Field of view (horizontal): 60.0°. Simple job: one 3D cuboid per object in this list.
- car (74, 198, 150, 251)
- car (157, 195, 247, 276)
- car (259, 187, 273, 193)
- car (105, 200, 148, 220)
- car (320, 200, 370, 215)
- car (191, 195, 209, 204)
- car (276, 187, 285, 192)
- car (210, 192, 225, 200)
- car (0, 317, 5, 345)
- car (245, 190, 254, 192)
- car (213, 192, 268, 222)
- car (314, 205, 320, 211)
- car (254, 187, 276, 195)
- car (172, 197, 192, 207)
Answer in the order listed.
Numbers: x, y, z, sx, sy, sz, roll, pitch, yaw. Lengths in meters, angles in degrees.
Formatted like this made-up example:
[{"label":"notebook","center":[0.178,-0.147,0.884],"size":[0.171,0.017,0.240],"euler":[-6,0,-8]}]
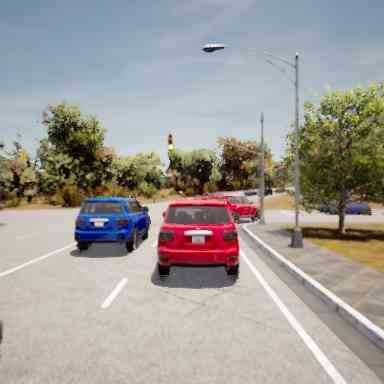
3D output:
[{"label":"car","center":[-3.227,1.248,14.423],"size":[2.150,2.045,5.566],"euler":[0,0,1]},{"label":"car","center":[0.195,1.238,10.588],"size":[2.150,2.045,5.566],"euler":[0,0,1]},{"label":"car","center":[19.809,-0.534,88.980],"size":[1.812,1.442,4.674],"euler":[0,3,38]},{"label":"car","center":[-5.894,1.555,29.483],"size":[2.128,1.511,4.902],"euler":[1,0,-32]},{"label":"car","center":[15.685,1.586,33.553],"size":[4.181,1.385,1.994],"euler":[-1,0,3]},{"label":"car","center":[1.543,1.339,62.667],"size":[1.812,1.442,4.674],"euler":[0,2,21]},{"label":"car","center":[23.411,-0.563,87.961],"size":[1.812,1.442,4.674],"euler":[0,3,38]},{"label":"car","center":[5.562,0.886,72.048],"size":[1.812,1.442,4.674],"euler":[0,3,26]},{"label":"car","center":[-3.388,1.528,2.449],"size":[1.812,1.442,4.674],"euler":[0,0,0]},{"label":"car","center":[14.140,0.197,80.496],"size":[2.128,1.511,4.902],"euler":[0,3,33]},{"label":"car","center":[3.157,1.276,24.819],"size":[2.150,2.045,5.566],"euler":[-2,-1,40]},{"label":"car","center":[16.209,1.531,37.030],"size":[4.892,1.490,1.837],"euler":[-1,0,3]},{"label":"car","center":[17.457,-0.143,79.216],"size":[2.150,2.045,5.566],"euler":[0,3,33]},{"label":"car","center":[-1.593,1.618,53.156],"size":[1.994,1.385,4.181],"euler":[0,1,16]}]
